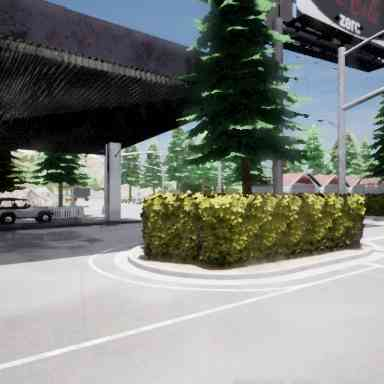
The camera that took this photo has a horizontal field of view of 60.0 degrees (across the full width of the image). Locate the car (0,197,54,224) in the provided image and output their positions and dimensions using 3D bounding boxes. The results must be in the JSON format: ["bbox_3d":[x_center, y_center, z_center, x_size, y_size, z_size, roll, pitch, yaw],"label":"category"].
[{"bbox_3d":[-11.934,1.313,23.504,3.866,1.878,1.905,0,0,-36],"label":"car"}]
